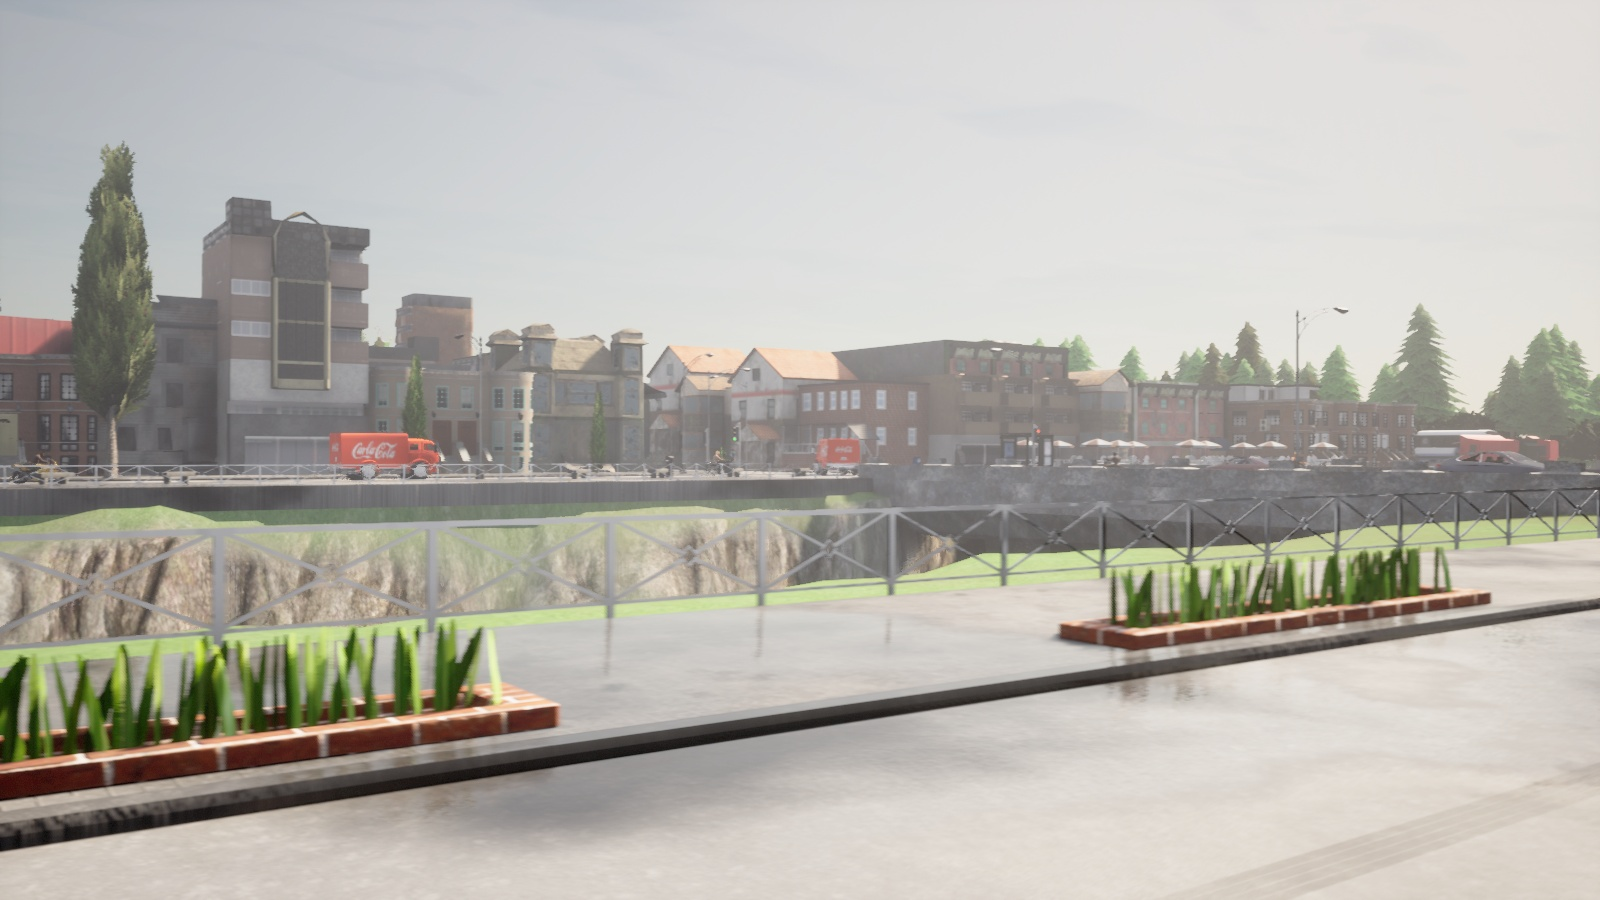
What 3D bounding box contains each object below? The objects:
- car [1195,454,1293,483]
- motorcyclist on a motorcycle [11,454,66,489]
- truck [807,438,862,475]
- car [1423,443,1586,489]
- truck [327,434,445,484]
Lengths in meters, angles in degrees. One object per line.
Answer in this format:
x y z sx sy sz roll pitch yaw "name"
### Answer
21.989 0.915 62.306 1.994 1.385 4.181 0 0 -36 "car"
-33.872 0.936 55.882 2.044 1.523 0.797 0 0 -35 "motorcyclist on a motorcycle"
2.332 0.462 86.227 2.627 2.467 5.204 1 0 -12 "truck"
26.942 0.585 48.186 2.152 1.651 5.027 0 0 -35 "car"
-21.287 0.462 64.649 5.204 2.467 2.627 0 0 -35 "truck"
